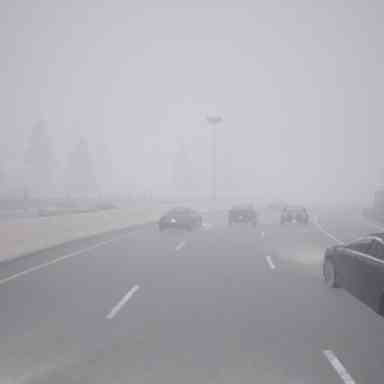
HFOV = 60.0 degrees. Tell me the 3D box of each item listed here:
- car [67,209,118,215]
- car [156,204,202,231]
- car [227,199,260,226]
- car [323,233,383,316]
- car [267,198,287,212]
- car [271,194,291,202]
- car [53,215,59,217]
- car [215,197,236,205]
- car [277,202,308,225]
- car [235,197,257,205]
[{"bbox_3d":[-8.889,1.597,31.211,2.033,1.411,5.357,0,0,18],"label":"car"},{"bbox_3d":[-0.617,1.616,20.986,1.994,1.385,4.181,0,0,13],"label":"car"},{"bbox_3d":[3.890,1.554,24.417,1.882,1.535,5.008,0,0,16],"label":"car"},{"bbox_3d":[4.036,1.522,6.320,2.128,1.511,4.902,0,0,4],"label":"car"},{"bbox_3d":[10.473,1.668,40.887,1.812,1.442,4.674,0,0,27],"label":"car"},{"bbox_3d":[18.990,1.218,70.695,2.097,1.767,4.553,0,0,45],"label":"car"},{"bbox_3d":[-12.473,1.639,31.414,1.895,1.301,4.718,0,0,17],"label":"car"},{"bbox_3d":[6.898,1.707,67.656,1.837,1.490,4.892,0,0,39],"label":"car"},{"bbox_3d":[7.685,1.692,25.008,1.895,1.301,4.718,0,0,17],"label":"car"},{"bbox_3d":[10.956,1.711,67.024,2.128,1.511,4.902,0,0,39],"label":"car"}]
